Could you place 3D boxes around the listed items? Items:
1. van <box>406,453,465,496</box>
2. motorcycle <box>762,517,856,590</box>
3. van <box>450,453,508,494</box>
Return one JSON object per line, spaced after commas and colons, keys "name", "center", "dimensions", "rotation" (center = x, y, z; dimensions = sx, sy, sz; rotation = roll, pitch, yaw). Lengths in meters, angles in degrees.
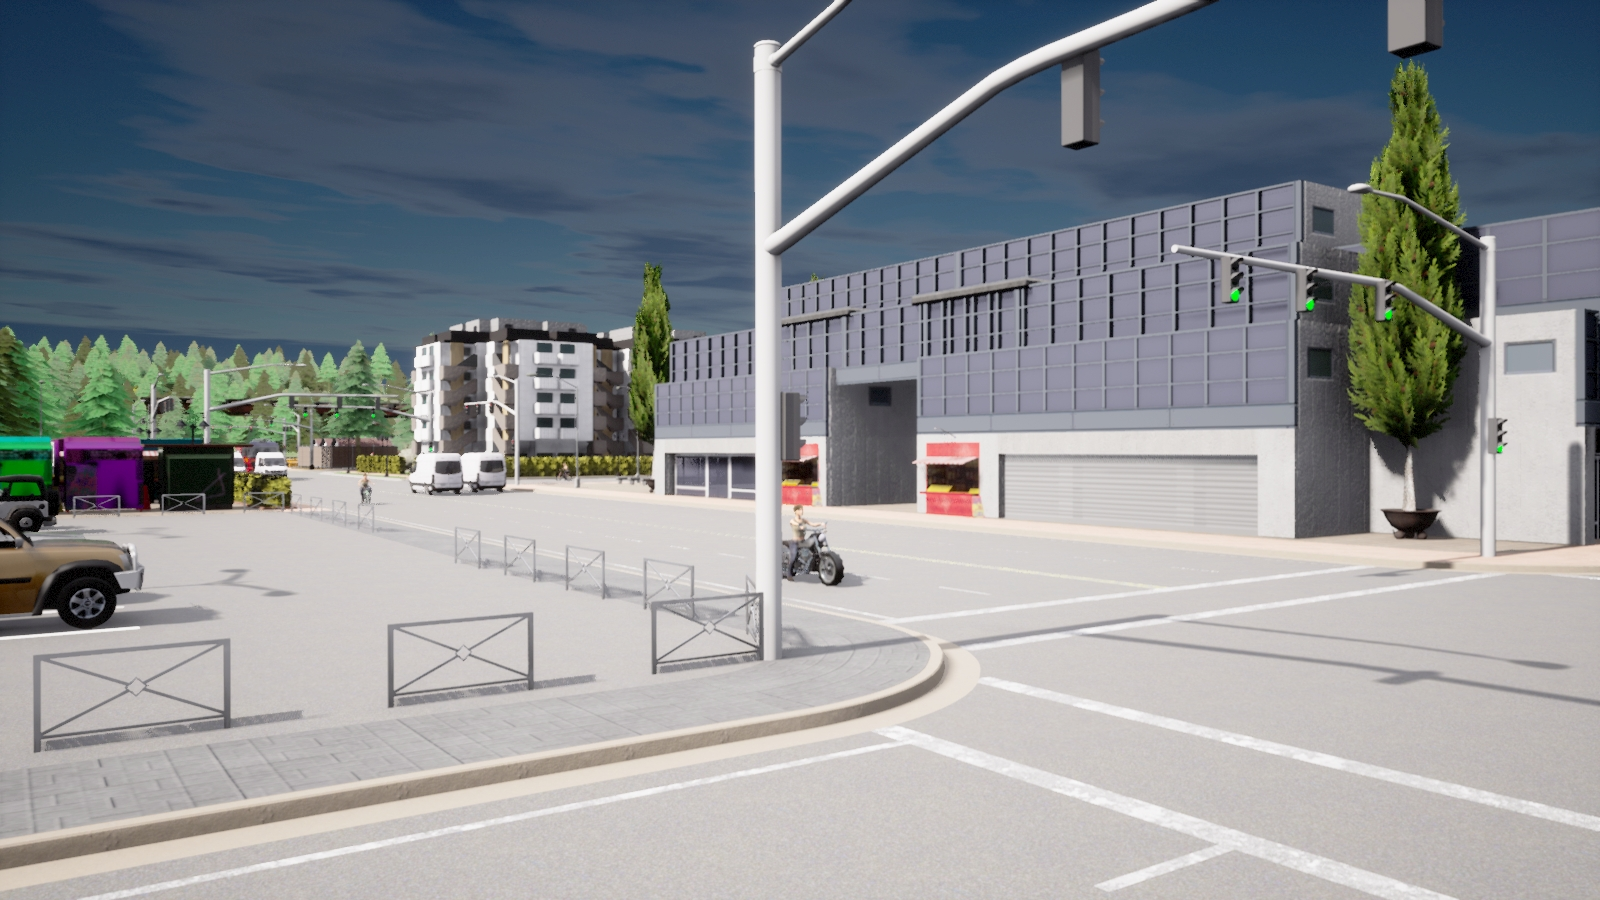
{"name": "van", "center": [-22.855, 1.487, 71.504], "dimensions": [1.988, 2.561, 5.915], "rotation": [0, 0, -33]}
{"name": "motorcycle", "center": [0.165, 2.124, 23.899], "dimensions": [0.764, 1.307, 2.356], "rotation": [0, 0, -34]}
{"name": "van", "center": [-21.261, 1.479, 75.485], "dimensions": [1.988, 2.561, 5.915], "rotation": [0, 0, -33]}
